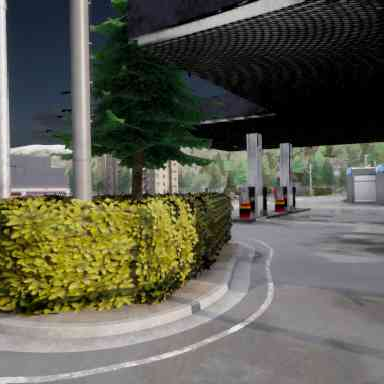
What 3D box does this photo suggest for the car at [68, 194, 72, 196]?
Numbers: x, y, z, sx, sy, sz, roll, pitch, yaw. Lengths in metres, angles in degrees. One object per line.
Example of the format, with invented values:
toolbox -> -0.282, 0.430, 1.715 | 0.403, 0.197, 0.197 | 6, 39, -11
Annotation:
car -> -24.271, 1.124, 63.885 | 3.866, 1.878, 1.905 | -1, 1, 35

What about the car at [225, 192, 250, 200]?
car -> 9.177, 0.812, 66.517 | 4.514, 1.523, 2.007 | -1, 1, 35

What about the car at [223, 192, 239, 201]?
car -> 7.405, 0.851, 63.928 | 5.027, 1.636, 2.152 | -1, 1, 35

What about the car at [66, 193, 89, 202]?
car -> -22.926, 1.103, 66.494 | 4.605, 1.855, 1.932 | -1, 1, 35

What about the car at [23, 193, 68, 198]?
car -> -14.795, 1.183, 33.599 | 3.866, 1.878, 1.905 | -1, 1, 35
